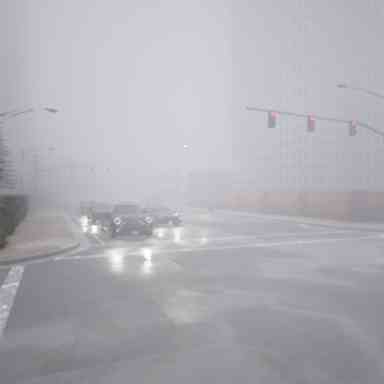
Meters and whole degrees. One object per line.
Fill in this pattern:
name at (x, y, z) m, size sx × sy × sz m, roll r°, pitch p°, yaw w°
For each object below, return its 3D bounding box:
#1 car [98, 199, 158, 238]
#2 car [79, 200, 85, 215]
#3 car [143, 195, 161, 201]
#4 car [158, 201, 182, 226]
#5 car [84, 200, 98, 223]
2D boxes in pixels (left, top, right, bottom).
car at (-3.678, 1.441, 18.453) m, size 2.097 × 1.767 × 4.553 m, roll 0°, pitch 0°, yaw -23°
car at (-11.041, 1.649, 35.726) m, size 2.128 × 1.511 × 4.902 m, roll 0°, pitch 0°, yaw -23°
car at (-6.584, 1.490, 52.283) m, size 2.150 × 2.045 × 5.566 m, roll 0°, pitch 0°, yaw -23°
car at (-2.481, 1.676, 24.557) m, size 2.033 × 1.411 × 5.357 m, roll 0°, pitch 0°, yaw -23°
car at (-7.301, 1.600, 26.936) m, size 1.882 × 1.535 × 5.008 m, roll 0°, pitch 0°, yaw -23°
